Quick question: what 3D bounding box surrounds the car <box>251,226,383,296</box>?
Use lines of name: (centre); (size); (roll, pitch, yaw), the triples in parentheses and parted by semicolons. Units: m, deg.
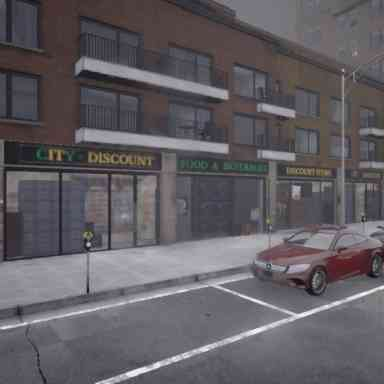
car: (3.394, 1.582, 8.598); (4.206, 1.307, 1.802); (0, 0, -35)
